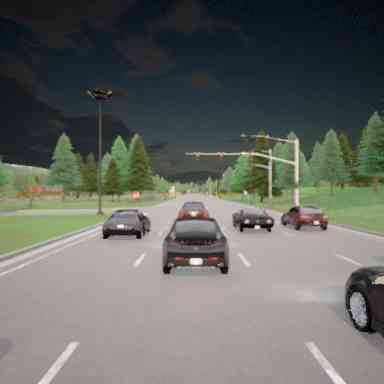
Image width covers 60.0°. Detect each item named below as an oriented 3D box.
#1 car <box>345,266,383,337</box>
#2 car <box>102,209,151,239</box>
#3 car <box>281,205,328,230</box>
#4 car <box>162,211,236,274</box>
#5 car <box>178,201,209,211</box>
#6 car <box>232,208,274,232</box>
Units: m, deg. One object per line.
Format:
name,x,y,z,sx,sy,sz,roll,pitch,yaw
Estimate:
car,3.600,1.517,3.919,1.837,1.490,4.892,0,0,0
car,-3.397,1.614,17.832,1.994,1.385,4.181,0,0,0
car,7.103,1.585,21.253,1.812,1.442,4.674,0,0,0
car,0.102,1.532,10.729,1.837,1.490,4.892,0,-1,0
car,0.102,1.416,22.900,2.097,1.767,4.553,0,0,0
car,3.602,1.658,20.492,1.895,1.301,4.718,0,0,0
